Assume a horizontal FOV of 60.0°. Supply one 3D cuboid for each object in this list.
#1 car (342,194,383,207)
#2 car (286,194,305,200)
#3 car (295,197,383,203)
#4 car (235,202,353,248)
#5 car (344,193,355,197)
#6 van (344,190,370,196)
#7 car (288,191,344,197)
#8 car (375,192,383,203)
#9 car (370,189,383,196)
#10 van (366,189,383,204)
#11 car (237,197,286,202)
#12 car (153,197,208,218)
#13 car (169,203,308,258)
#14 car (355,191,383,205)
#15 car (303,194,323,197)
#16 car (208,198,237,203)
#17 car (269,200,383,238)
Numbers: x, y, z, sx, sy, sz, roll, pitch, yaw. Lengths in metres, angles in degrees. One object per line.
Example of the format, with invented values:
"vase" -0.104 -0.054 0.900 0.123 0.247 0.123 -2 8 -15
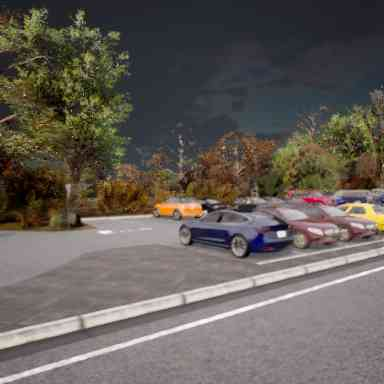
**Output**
"car" 21.871 0.976 41.976 2.163 1.488 4.792 -2 1 -35
"car" 7.937 1.224 32.084 2.163 1.488 4.792 -1 0 -35
"car" 8.269 1.254 17.193 1.946 1.575 5.366 -1 0 -35
"car" 3.756 1.338 13.787 2.002 1.452 4.674 0 0 -35
"car" 14.856 1.129 36.990 2.097 1.535 5.008 0 0 -35
"van" 19.642 0.792 40.222 1.878 1.987 4.442 -2 1 -35
"car" 12.550 0.902 35.337 2.435 2.045 5.566 -1 0 -35
"car" 28.806 0.736 46.832 2.231 1.521 4.892 -2 1 -35
"car" 15.319 0.943 21.902 2.435 2.045 5.566 -1 0 -35
"van" 26.429 0.580 45.293 1.878 1.987 4.442 -2 1 -35
"car" 5.710 1.216 30.559 2.231 1.521 4.892 -1 0 -35
"car" -1.194 1.151 25.647 2.185 1.767 4.553 -1 0 -35
"car" 1.431 1.349 12.180 2.163 1.488 4.792 -1 0 -35
"car" 24.108 0.754 43.476 2.185 1.767 4.553 -2 1 -35
"car" 10.245 1.204 33.711 2.163 1.488 4.792 -1 0 -35
"car" 0.998 1.257 27.225 2.097 1.535 5.008 -1 0 -35
"car" 6.065 1.317 15.415 2.002 1.452 4.674 -1 0 -35
